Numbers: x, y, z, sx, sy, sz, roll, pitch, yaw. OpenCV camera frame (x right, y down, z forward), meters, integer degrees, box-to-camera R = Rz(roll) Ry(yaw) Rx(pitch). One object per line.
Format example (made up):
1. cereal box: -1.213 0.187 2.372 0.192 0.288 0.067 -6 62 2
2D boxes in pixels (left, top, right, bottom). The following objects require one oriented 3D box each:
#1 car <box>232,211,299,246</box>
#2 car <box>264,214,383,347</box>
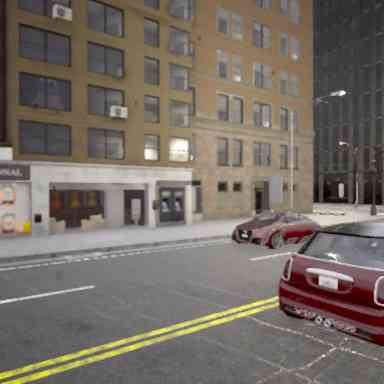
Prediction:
1. car: 3.707 1.536 14.305 4.181 1.385 1.994 0 0 -35
2. car: 3.719 1.336 6.093 4.553 1.767 2.097 0 0 -35
